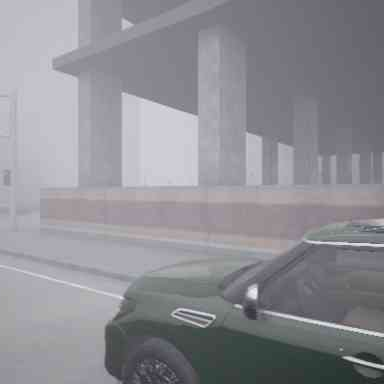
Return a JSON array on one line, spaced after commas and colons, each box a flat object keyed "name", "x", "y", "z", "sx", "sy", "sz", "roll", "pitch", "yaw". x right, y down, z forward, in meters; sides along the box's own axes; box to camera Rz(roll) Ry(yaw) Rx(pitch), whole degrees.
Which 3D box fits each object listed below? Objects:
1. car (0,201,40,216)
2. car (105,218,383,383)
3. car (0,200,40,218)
[{"name": "car", "x": -18.295, "y": 1.656, "z": 33.963, "sx": 1.895, "sy": 1.301, "sz": 4.718, "roll": 0, "pitch": 0, "yaw": 36}, {"name": "car", "x": 1.735, "y": 1.225, "z": 2.755, "sx": 5.566, "sy": 2.045, "sz": 2.150, "roll": 1, "pitch": 0, "yaw": 35}, {"name": "car", "x": -16.424, "y": 1.533, "z": 30.560, "sx": 1.882, "sy": 1.535, "sz": 5.008, "roll": 0, "pitch": 0, "yaw": 36}]
